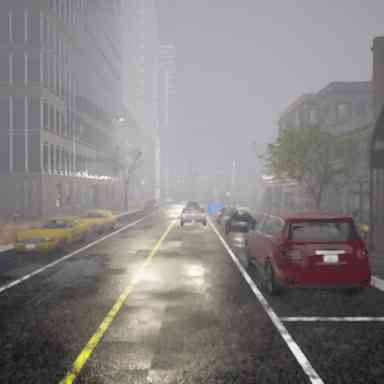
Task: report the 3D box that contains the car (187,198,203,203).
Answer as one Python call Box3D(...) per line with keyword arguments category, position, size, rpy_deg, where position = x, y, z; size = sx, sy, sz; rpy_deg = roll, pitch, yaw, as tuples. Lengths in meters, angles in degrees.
Box3D(category="car", position=(0.088, 1.836, 42.605), size=(1.812, 1.442, 4.674), rpy_deg=(0, 0, 0))

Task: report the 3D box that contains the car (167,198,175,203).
Box3D(category="car", position=(-5.690, 2.231, 91.124), size=(1.947, 1.339, 4.313), rpy_deg=(-1, 0, 0))

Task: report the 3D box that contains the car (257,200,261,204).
Box3D(category="car", position=(16.510, 1.939, 70.788), size=(5.009, 1.841, 2.192), rpy_deg=(1, 0, 1))

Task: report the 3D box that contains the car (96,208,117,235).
Box3D(category="car", position=(-5.706, 1.669, 19.690), size=(1.752, 1.417, 4.829), rpy_deg=(-1, 0, 0))

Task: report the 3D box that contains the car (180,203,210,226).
Box3D(category="car", position=(0.093, 1.786, 25.421), size=(1.895, 1.301, 4.718), rpy_deg=(0, 0, 0))

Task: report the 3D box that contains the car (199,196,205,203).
Box3D(category="car", position=(2.655, 2.106, 91.073), size=(1.967, 1.590, 4.097), rpy_deg=(-1, 0, 0))

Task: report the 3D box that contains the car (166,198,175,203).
Box3D(category="car", position=(-5.860, 2.148, 85.311), size=(1.752, 1.417, 4.829), rpy_deg=(-1, 0, 0))

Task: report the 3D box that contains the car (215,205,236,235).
Box3D(category="car", position=(2.674, 1.711, 19.850), size=(1.947, 1.339, 4.313), rpy_deg=(-1, 0, 0))

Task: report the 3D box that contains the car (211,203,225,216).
Box3D(category="car", position=(2.673, 1.768, 25.384), size=(1.802, 1.307, 4.206), rpy_deg=(-1, 0, 0))

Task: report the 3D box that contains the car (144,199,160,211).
Box3D(category="car", position=(-5.714, 1.786, 47.535), size=(1.967, 1.590, 4.097), rpy_deg=(-1, 0, 0))

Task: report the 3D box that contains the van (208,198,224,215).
Box3D(category="van", position=(2.667, 1.607, 36.455), size=(1.690, 1.788, 3.998), rpy_deg=(-1, 0, 0))

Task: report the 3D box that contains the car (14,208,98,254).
Box3D(category="car", position=(-5.705, 1.629, 14.156), size=(1.752, 1.417, 4.829), rpy_deg=(-1, 0, 0))

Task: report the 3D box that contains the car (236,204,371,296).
Box3D(category="car", position=(2.673, 1.380, 8.784), size=(2.192, 1.841, 5.009), rpy_deg=(-1, 0, 0))
